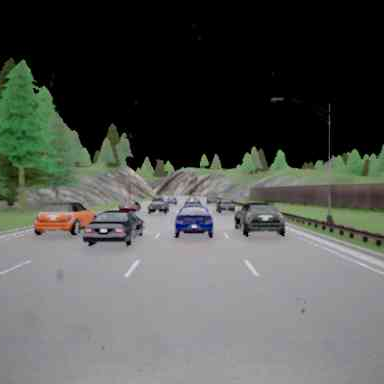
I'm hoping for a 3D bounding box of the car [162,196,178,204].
[{"bbox_3d":[-3.478,1.489,56.621,2.033,1.411,5.357,0,0,0],"label":"car"}]

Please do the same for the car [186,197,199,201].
[{"bbox_3d":[0.103,1.454,36.388,2.128,1.511,4.902,0,0,0],"label":"car"}]

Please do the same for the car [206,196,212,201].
[{"bbox_3d":[3.552,1.430,59.406,2.128,1.511,4.902,0,0,1],"label":"car"}]

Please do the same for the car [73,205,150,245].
[{"bbox_3d":[-3.399,1.531,15.283,2.033,1.411,5.357,0,0,0],"label":"car"}]

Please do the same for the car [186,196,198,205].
[{"bbox_3d":[0.029,1.488,57.281,2.033,1.411,5.357,0,0,0],"label":"car"}]

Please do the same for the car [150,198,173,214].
[{"bbox_3d":[-3.397,1.565,34.912,1.895,1.301,4.718,0,0,0],"label":"car"}]

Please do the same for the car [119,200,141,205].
[{"bbox_3d":[-6.897,1.526,37.056,1.994,1.385,4.181,0,0,0],"label":"car"}]

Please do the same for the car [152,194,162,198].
[{"bbox_3d":[-6.995,1.283,68.080,2.097,1.767,4.553,0,0,0],"label":"car"}]

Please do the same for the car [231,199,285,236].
[{"bbox_3d":[3.602,1.333,18.432,2.097,1.767,4.553,0,0,0],"label":"car"}]

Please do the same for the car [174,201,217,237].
[{"bbox_3d":[0.101,1.459,18.101,1.882,1.535,5.008,0,0,0],"label":"car"}]

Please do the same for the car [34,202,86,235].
[{"bbox_3d":[-6.899,1.333,18.637,2.097,1.767,4.553,0,0,0],"label":"car"}]

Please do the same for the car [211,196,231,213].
[{"bbox_3d":[3.603,1.453,36.408,2.128,1.511,4.902,0,0,0],"label":"car"}]
